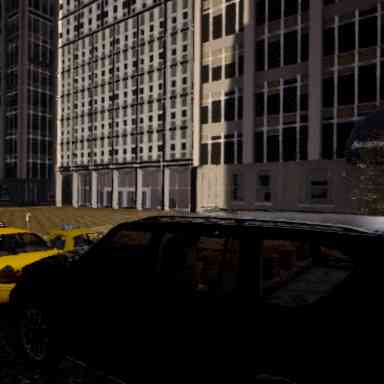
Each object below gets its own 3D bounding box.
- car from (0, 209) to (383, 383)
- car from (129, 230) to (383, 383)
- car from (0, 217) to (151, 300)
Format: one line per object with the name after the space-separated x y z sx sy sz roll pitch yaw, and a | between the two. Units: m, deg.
0.006 1.242 4.076 5.566 2.045 2.150 0 0 36 | car
1.191 1.586 5.706 4.507 1.381 1.887 0 0 36 | car
-3.506 1.570 9.131 4.829 1.417 1.752 0 0 36 | car
